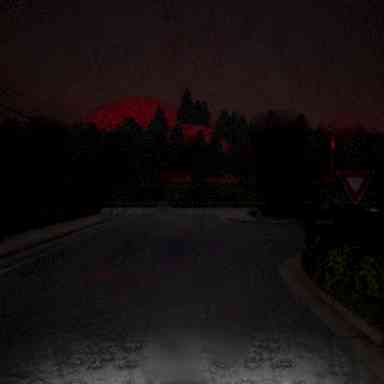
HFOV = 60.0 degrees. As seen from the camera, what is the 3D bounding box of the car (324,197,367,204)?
[{"bbox_3d":[17.285,1.344,37.436,4.674,1.442,1.812,0,0,1],"label":"car"}]
